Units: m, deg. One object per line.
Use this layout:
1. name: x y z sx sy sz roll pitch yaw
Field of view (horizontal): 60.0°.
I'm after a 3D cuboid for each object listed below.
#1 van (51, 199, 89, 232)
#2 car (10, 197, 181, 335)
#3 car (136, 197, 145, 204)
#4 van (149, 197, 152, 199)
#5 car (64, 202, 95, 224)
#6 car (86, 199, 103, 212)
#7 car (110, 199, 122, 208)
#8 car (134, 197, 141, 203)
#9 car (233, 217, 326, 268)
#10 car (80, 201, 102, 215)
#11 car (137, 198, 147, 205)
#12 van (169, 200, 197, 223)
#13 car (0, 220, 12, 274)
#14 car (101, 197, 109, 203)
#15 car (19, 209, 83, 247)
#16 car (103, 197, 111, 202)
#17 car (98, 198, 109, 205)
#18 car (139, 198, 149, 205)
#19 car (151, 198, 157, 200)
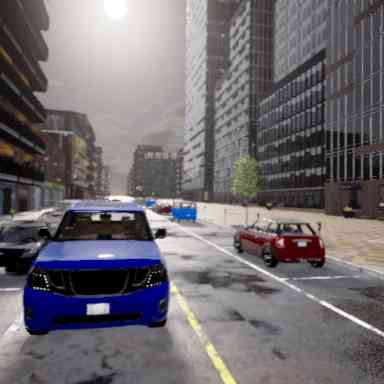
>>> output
1. van: -7.646 1.412 21.158 1.690 1.788 3.998 2 -1 -13
2. car: -1.875 1.262 7.240 2.150 2.045 5.566 1 -1 -13
3. car: -12.910 2.091 82.765 1.967 1.590 4.097 2 -1 -13
4. van: -6.800 1.814 55.597 1.690 1.788 3.998 2 -1 -13
5. car: -8.837 1.629 26.423 1.752 1.417 4.829 2 -1 -13
6. car: -12.501 1.732 42.725 1.752 1.417 4.829 2 -1 -13
7. car: -12.380 1.866 54.397 1.812 1.442 4.674 1 -1 -13
8. car: -15.356 2.267 93.631 1.887 1.381 4.507 2 -1 -13
9. car: 2.967 1.639 12.123 1.967 1.590 4.097 2 -1 -13
10. car: -11.317 1.724 37.455 2.008 1.369 4.403 2 -1 -13
11. car: -11.693 2.159 77.329 1.887 1.381 4.507 2 -1 -13
12. van: -0.693 1.642 28.427 1.690 1.788 3.998 2 -1 -13
13. car: -5.212 1.569 10.286 1.947 1.339 4.313 2 -1 -13
14. car: -21.089 2.037 80.928 1.802 1.307 4.206 2 -1 -13
15. car: -6.433 1.588 15.720 2.008 1.369 4.403 2 -1 -13
16. car: -23.531 2.071 91.797 1.887 1.381 4.507 2 -1 -13
17. car: -18.646 1.928 70.060 1.887 1.381 4.507 2 -1 -13
18. car: -10.508 2.106 72.061 1.752 1.417 4.829 2 -1 -13
19. car: -4.401 1.930 44.890 1.752 1.417 4.829 2 -1 -13
